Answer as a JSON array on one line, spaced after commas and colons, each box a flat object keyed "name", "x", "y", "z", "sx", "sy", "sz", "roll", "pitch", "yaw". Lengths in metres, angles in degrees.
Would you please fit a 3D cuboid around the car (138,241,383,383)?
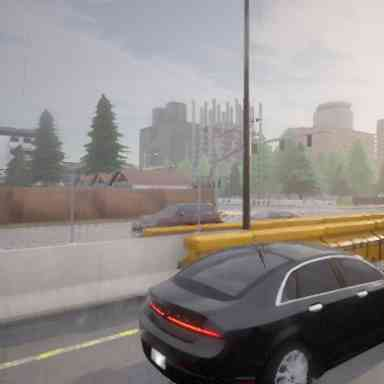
[{"name": "car", "x": 1.618, "y": 1.506, "z": 4.904, "sx": 4.892, "sy": 1.490, "sz": 1.837, "roll": 0, "pitch": 0, "yaw": -36}]

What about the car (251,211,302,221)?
[{"name": "car", "x": 3.621, "y": 1.571, "z": 15.142, "sx": 4.181, "sy": 1.385, "sz": 1.994, "roll": 0, "pitch": 0, "yaw": -35}]
